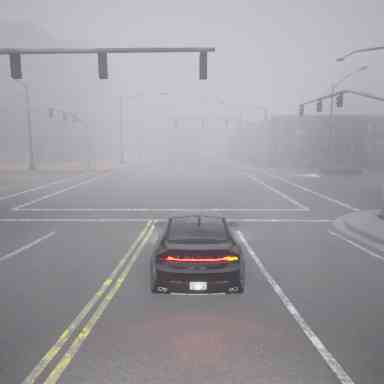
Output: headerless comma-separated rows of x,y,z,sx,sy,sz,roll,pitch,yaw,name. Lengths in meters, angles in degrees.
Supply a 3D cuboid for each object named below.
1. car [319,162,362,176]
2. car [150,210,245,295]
15.867,-2.459,35.629,4.181,1.385,1.994,0,8,0,car
0.112,1.197,8.109,1.837,1.490,4.892,0,4,0,car
